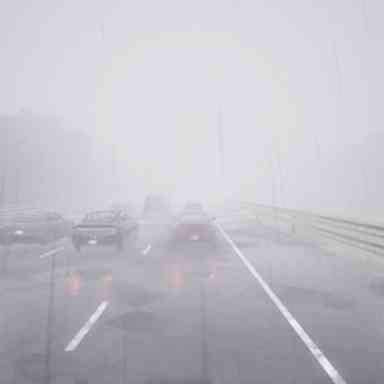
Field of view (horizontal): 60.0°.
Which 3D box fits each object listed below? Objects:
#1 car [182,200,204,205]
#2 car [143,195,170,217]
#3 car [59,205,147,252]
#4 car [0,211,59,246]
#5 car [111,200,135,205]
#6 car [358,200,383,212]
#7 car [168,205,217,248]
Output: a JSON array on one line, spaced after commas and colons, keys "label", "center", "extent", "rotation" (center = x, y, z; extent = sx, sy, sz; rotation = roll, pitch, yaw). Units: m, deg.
[{"label": "car", "center": [0.096, 1.544, 32.922], "extent": [2.128, 1.511, 4.902], "rotation": [0, 0, 0]}, {"label": "car", "center": [-3.399, 1.272, 32.274], "extent": [2.150, 2.045, 5.566], "rotation": [0, 0, 0]}, {"label": "car", "center": [-3.401, 1.506, 13.843], "extent": [2.128, 1.511, 4.902], "rotation": [0, 0, 0]}, {"label": "car", "center": [-6.898, 1.573, 15.300], "extent": [1.994, 1.385, 4.181], "rotation": [1, 0, 0]}, {"label": "car", "center": [-6.899, 1.549, 33.035], "extent": [1.837, 1.490, 4.892], "rotation": [1, 0, 0]}, {"label": "car", "center": [23.362, 1.769, 42.487], "extent": [1.812, 1.442, 4.674], "rotation": [0, 0, -21]}, {"label": "car", "center": [0.098, 1.541, 14.804], "extent": [1.812, 1.442, 4.674], "rotation": [0, 0, 0]}]
